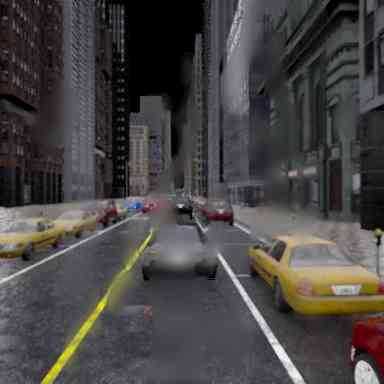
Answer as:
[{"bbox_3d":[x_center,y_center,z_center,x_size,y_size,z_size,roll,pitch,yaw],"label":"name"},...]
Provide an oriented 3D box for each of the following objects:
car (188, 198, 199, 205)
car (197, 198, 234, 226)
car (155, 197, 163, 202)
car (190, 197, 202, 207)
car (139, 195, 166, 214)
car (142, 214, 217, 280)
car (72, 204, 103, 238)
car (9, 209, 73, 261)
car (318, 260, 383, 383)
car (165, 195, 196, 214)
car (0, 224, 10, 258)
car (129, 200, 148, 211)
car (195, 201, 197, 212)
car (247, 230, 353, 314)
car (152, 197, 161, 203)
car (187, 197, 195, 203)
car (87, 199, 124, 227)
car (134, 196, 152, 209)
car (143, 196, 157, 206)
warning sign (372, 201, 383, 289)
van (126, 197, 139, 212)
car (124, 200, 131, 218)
[{"bbox_3d":[0.285,1.916,69.501,1.947,1.339,4.313,0,0,-2],"label":"car"},{"bbox_3d":[1.830,1.421,24.406,2.192,1.841,5.009,0,0,-2],"label":"car"},{"bbox_3d":[-9.008,2.058,91.753,2.008,1.369,4.403,0,0,-2],"label":"car"},{"bbox_3d":[0.671,1.727,58.227,1.967,1.590,4.097,0,0,-2],"label":"car"},{"bbox_3d":[-4.529,1.427,38.985,2.150,2.045,5.566,0,-1,-2],"label":"car"},{"bbox_3d":[-0.366,1.612,10.153,1.994,1.385,4.181,0,0,-2],"label":"car"},{"bbox_3d":[-6.489,1.634,18.298,1.752,1.417,4.829,0,0,-2],"label":"car"},{"bbox_3d":[-6.295,1.607,12.661,1.752,1.417,4.829,0,0,-2],"label":"car"},{"bbox_3d":[2.606,1.544,1.856,1.887,1.381,4.507,0,0,-2],"label":"car"},{"bbox_3d":[-1.072,1.373,31.300,2.150,2.045,5.566,0,0,-2],"label":"car"},{"bbox_3d":[-6.108,1.622,7.193,1.947,1.339,4.313,0,0,-2],"label":"car"},{"bbox_3d":[-7.461,1.805,46.654,2.008,1.369,4.403,0,0,-2],"label":"car"},{"bbox_3d":[1.639,1.686,30.042,2.008,1.369,4.403,0,0,-2],"label":"car"},{"bbox_3d":[2.406,1.551,7.664,1.752,1.417,4.829,0,0,-2],"label":"car"},{"bbox_3d":[-8.621,2.010,80.479,1.947,1.339,4.313,0,0,-2],"label":"car"},{"bbox_3d":[-0.295,1.990,86.413,1.887,1.381,4.507,0,0,-2],"label":"car"},{"bbox_3d":[-6.689,1.452,24.106,2.192,1.841,5.009,0,0,-2],"label":"car"},{"bbox_3d":[-7.657,1.601,52.293,2.192,1.841,5.009,0,0,-2],"label":"car"},{"bbox_3d":[-8.043,1.664,63.568,2.192,1.841,5.009,0,0,-2],"label":"car"},{"bbox_3d":[4.739,1.129,7.001,1.300,1.860,1.060,0,0,-2],"label":"warning sign"},{"bbox_3d":[-7.269,1.565,41.018,1.690,1.788,3.998,0,0,-2],"label":"van"},{"bbox_3d":[-6.875,1.690,29.573,1.752,1.417,4.829,0,0,-2],"label":"car"}]
